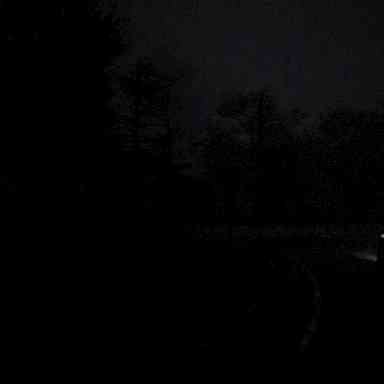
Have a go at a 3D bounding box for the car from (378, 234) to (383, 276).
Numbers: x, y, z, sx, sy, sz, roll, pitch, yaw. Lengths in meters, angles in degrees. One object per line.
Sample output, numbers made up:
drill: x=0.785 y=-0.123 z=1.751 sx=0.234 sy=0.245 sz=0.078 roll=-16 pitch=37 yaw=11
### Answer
car: x=6.191 y=1.655 z=8.907 sx=1.994 sy=1.385 sz=4.181 roll=0 pitch=-1 yaw=26
